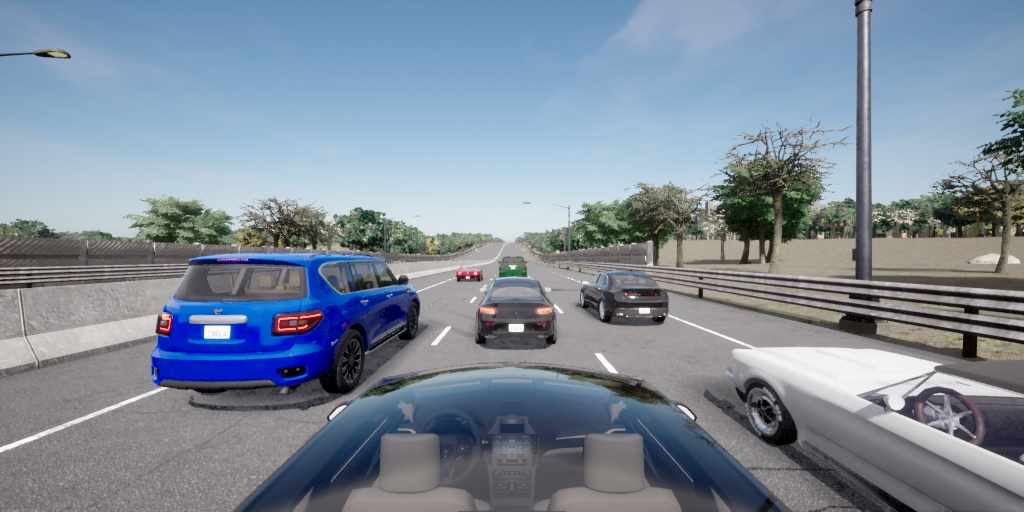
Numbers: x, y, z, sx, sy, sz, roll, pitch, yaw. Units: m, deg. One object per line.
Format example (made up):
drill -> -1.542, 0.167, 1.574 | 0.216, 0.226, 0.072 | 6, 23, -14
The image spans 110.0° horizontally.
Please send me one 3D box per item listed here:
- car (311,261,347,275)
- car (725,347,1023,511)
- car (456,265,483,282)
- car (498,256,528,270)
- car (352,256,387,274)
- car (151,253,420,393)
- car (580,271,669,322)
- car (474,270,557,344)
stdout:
car -> -21.134, 1.349, 41.677 | 1.812, 1.442, 4.674 | 0, 0, 0
car -> 3.597, 1.350, 2.337 | 1.895, 1.301, 4.718 | 0, 0, 0
car -> -3.422, 1.370, 29.680 | 1.895, 1.301, 4.718 | 0, 0, -1
car -> 0.075, 0.988, 28.792 | 2.150, 2.045, 5.566 | 0, 0, 0
car -> -17.635, 1.066, 44.785 | 2.150, 2.045, 5.566 | 0, 0, 0
car -> -3.405, 0.969, 6.821 | 2.150, 2.045, 5.566 | 0, 0, 0
car -> 3.595, 1.249, 12.199 | 1.837, 1.490, 4.892 | 0, 0, 0
car -> 0.093, 1.271, 9.485 | 1.812, 1.442, 4.674 | 0, 0, 0
